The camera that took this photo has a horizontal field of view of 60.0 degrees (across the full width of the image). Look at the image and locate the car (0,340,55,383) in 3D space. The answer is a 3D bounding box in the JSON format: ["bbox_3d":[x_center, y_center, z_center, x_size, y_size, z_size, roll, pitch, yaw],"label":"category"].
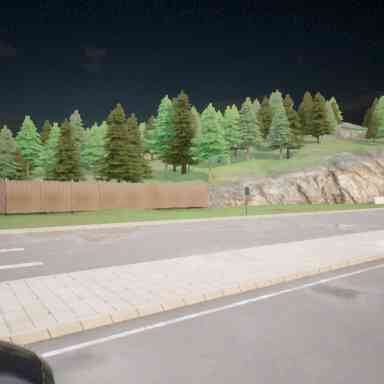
[{"bbox_3d":[-3.104,1.526,1.533,4.674,1.442,1.812,0,0,-36],"label":"car"}]
